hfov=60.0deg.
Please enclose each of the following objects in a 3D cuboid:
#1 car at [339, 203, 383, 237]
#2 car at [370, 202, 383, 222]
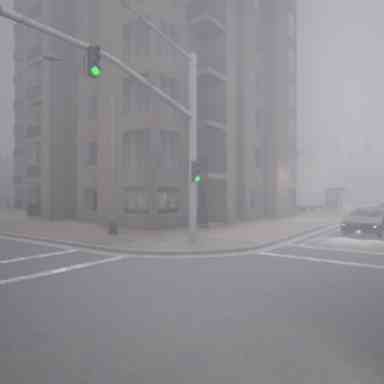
[{"bbox_3d":[9.643,1.549,18.297,2.033,1.411,5.357,0,0,36],"label":"car"},{"bbox_3d":[15.488,1.565,26.296,1.994,1.385,4.181,0,0,36],"label":"car"}]
